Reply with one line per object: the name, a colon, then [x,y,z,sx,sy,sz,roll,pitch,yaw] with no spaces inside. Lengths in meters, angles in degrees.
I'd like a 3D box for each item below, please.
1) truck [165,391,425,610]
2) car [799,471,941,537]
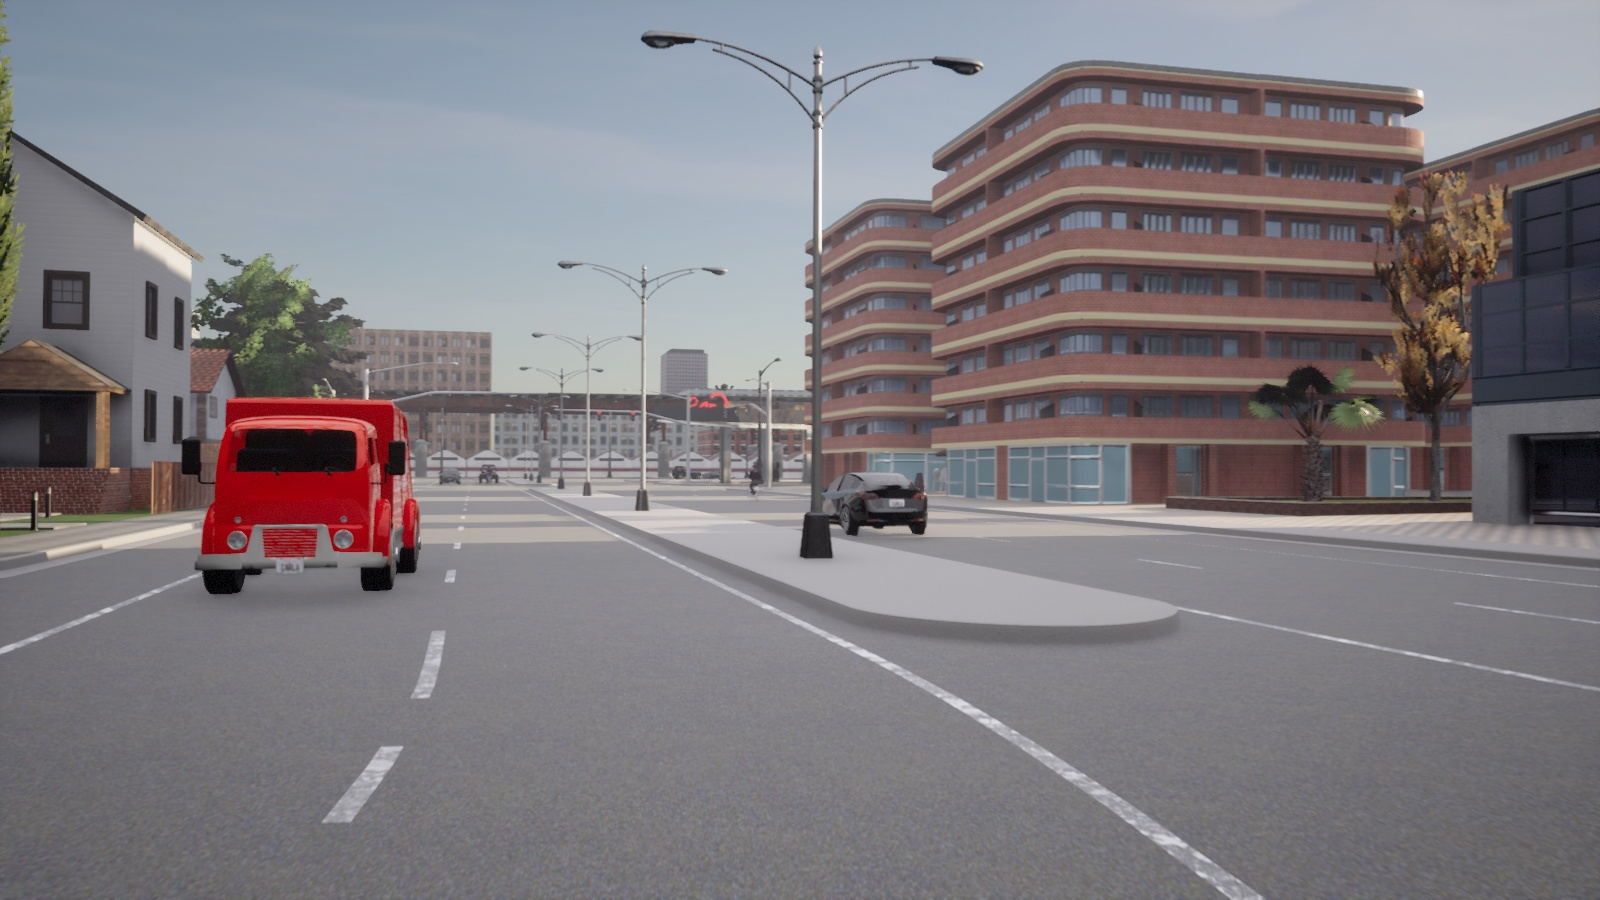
truck: [-6.546,0.610,17.022,2.627,2.467,5.204,0,-1,-15]
car: [1.631,1.277,31.260,2.163,1.488,4.792,0,-1,-15]
